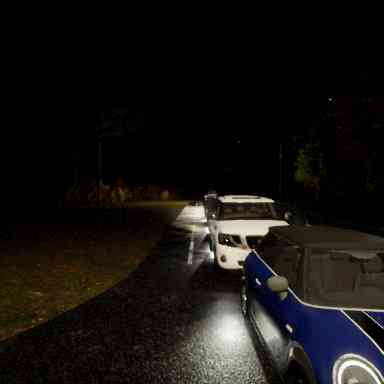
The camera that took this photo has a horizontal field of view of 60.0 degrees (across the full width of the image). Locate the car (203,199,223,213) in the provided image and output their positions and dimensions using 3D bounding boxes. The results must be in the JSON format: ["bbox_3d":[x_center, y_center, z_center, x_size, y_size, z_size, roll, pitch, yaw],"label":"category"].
[{"bbox_3d":[2.176,1.415,35.445,1.895,1.301,4.718,0,0,1],"label":"car"}]

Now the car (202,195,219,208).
[{"bbox_3d":[2.380,1.258,44.847,2.128,1.511,4.902,0,0,1],"label":"car"}]

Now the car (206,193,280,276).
[{"bbox_3d":[1.699,1.160,10.514,2.150,2.045,5.566,0,0,1],"label":"car"}]

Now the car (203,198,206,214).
[{"bbox_3d":[1.934,1.380,23.102,1.837,1.490,4.892,0,0,1],"label":"car"}]

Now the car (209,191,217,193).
[{"bbox_3d":[4.662,0.829,75.096,2.150,2.045,5.566,0,0,9],"label":"car"}]

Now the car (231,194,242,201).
[{"bbox_3d":[9.937,1.133,74.544,1.812,1.442,4.674,0,0,1],"label":"car"}]

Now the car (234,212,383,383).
[{"bbox_3d":[1.937,1.338,4.168,2.097,1.767,4.553,0,0,0],"label":"car"}]

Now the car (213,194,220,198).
[{"bbox_3d":[6.733,1.097,92.889,1.895,1.301,4.718,0,0,5],"label":"car"}]

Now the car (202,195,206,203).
[{"bbox_3d":[2.055,1.322,29.357,1.882,1.535,5.008,0,0,1],"label":"car"}]
